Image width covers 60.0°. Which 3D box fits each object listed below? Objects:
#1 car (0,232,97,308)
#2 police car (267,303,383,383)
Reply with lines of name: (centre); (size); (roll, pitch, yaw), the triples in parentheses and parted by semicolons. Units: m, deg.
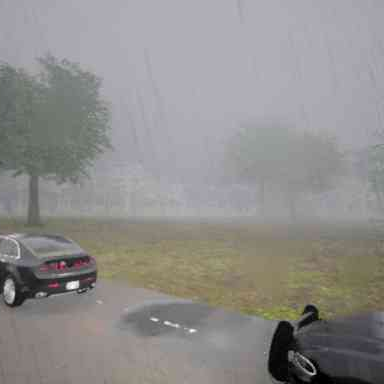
car: (-4.484, 1.837, 8.834); (4.892, 1.490, 1.837); (-1, -3, 39)
police car: (3.187, 1.606, 2.595); (5.238, 1.638, 1.930); (-1, -3, 39)
